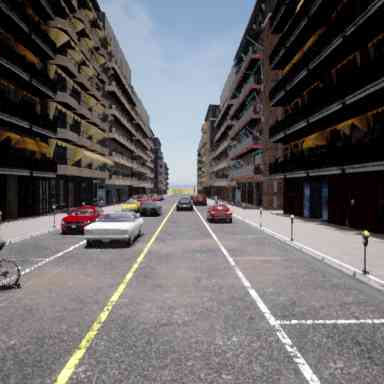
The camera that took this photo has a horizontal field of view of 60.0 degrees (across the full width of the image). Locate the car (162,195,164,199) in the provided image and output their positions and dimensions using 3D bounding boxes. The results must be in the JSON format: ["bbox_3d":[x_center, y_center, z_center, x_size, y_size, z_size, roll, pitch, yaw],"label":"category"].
[{"bbox_3d":[-7.435,1.479,70.349,1.887,1.381,4.507,-1,0,-1],"label":"car"}]

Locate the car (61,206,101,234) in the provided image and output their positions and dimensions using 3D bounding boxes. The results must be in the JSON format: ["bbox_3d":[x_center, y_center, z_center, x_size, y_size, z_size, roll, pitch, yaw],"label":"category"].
[{"bbox_3d":[-6.149,1.533,19.385,1.887,1.381,4.507,-1,0,-1],"label":"car"}]

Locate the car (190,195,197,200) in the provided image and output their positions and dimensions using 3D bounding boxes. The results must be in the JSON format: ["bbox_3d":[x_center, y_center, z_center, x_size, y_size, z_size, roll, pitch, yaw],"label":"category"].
[{"bbox_3d":[0.372,1.462,93.271,1.947,1.339,4.313,-1,0,-1],"label":"car"}]

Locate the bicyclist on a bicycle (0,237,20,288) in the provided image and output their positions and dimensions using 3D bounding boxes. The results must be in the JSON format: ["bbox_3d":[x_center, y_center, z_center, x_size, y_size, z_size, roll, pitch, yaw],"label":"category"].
[{"bbox_3d":[-4.823,1.451,7.696,1.656,1.620,0.582,-2,0,-1],"label":"bicyclist on a bicycle"}]

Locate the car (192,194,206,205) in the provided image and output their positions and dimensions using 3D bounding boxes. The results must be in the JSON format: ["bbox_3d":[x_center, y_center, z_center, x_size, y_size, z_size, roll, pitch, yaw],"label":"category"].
[{"bbox_3d":[1.190,1.265,59.294,2.192,1.841,5.009,-1,0,-1],"label":"car"}]

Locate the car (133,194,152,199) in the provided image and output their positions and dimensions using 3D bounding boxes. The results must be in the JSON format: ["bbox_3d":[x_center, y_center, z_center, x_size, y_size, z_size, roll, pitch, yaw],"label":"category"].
[{"bbox_3d":[-6.725,1.284,42.035,2.192,1.841,5.009,-1,0,-1],"label":"car"}]

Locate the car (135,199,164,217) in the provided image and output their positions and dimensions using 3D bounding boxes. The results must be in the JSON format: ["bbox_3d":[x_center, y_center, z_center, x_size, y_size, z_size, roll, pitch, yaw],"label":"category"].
[{"bbox_3d":[-3.848,1.579,31.358,1.895,1.301,4.718,0,0,-1],"label":"car"}]

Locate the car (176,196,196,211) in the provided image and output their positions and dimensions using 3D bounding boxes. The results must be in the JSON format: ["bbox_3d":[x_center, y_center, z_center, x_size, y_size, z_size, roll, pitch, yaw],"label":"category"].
[{"bbox_3d":[-0.861,1.535,39.810,1.994,1.385,4.181,0,0,-1],"label":"car"}]

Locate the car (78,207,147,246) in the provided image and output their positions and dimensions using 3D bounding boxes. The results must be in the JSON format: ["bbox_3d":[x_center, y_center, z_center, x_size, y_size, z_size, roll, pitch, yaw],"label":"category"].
[{"bbox_3d":[-3.439,1.592,15.317,1.895,1.301,4.718,0,0,-1],"label":"car"}]

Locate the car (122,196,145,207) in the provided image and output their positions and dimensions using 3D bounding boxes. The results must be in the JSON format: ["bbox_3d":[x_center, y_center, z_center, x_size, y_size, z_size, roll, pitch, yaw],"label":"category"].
[{"bbox_3d":[-6.575,1.499,36.202,1.752,1.417,4.829,-1,0,-1],"label":"car"}]

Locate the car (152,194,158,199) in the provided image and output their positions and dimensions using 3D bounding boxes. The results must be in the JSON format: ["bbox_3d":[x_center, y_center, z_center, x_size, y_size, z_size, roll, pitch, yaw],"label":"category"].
[{"bbox_3d":[-7.007,1.501,53.362,1.887,1.381,4.507,-1,0,-1],"label":"car"}]

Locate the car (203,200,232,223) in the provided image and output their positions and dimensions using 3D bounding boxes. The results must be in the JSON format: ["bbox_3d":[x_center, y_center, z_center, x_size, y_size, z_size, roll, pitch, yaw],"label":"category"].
[{"bbox_3d":[2.051,1.565,25.319,1.802,1.307,4.206,-1,0,-1],"label":"car"}]

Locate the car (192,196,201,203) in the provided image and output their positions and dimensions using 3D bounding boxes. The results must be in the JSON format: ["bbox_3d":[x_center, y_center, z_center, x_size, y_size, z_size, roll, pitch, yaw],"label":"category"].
[{"bbox_3d":[0.908,1.479,70.620,1.887,1.381,4.507,-1,0,-1],"label":"car"}]

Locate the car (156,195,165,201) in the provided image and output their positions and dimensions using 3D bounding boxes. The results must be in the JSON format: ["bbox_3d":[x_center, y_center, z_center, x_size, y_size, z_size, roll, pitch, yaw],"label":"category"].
[{"bbox_3d":[-7.720,1.481,81.677,1.947,1.339,4.313,-1,0,-1],"label":"car"}]

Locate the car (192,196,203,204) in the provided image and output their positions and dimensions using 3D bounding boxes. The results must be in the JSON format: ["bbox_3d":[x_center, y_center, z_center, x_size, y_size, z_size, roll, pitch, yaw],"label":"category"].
[{"bbox_3d":[1.051,1.508,64.957,1.947,1.339,4.313,-1,0,-1],"label":"car"}]

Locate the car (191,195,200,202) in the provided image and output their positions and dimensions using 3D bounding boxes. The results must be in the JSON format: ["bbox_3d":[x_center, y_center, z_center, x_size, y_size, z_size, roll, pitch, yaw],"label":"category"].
[{"bbox_3d":[0.771,1.491,76.282,1.947,1.339,4.313,-1,0,-1],"label":"car"}]

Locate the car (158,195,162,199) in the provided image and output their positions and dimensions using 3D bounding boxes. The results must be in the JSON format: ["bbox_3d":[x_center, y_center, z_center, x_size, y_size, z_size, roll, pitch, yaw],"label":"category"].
[{"bbox_3d":[-7.153,1.265,59.023,2.192,1.841,5.009,-1,0,-1],"label":"car"}]

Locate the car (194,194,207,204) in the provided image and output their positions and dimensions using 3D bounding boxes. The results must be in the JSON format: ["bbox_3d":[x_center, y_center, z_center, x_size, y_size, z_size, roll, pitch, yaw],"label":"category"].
[{"bbox_3d":[1.332,1.272,53.630,2.192,1.841,5.009,-1,0,-1],"label":"car"}]
